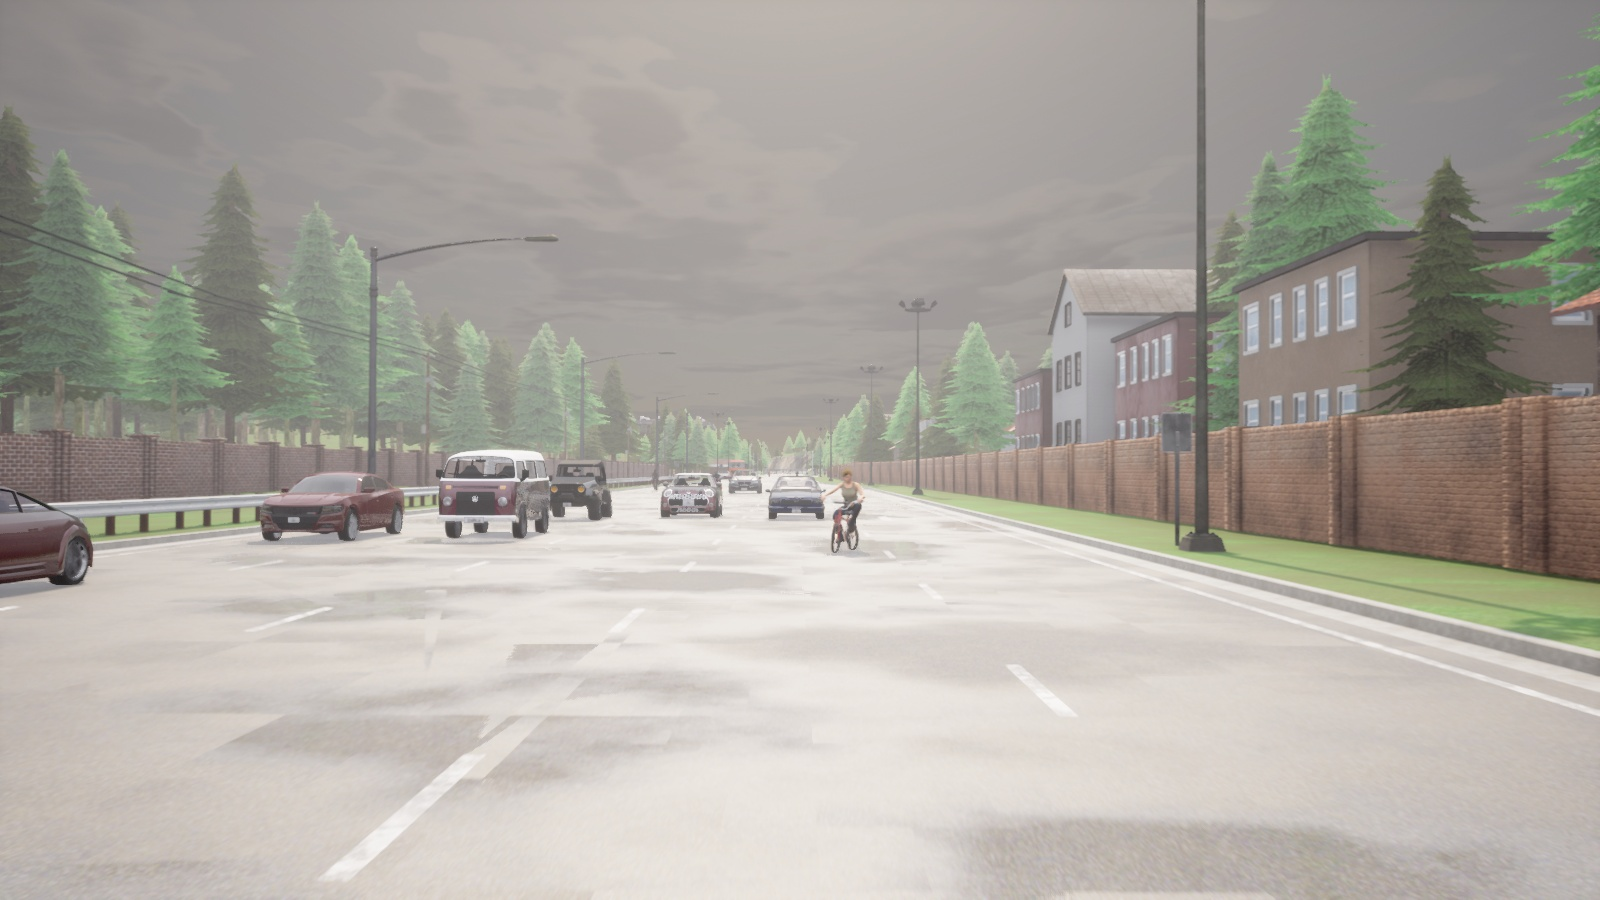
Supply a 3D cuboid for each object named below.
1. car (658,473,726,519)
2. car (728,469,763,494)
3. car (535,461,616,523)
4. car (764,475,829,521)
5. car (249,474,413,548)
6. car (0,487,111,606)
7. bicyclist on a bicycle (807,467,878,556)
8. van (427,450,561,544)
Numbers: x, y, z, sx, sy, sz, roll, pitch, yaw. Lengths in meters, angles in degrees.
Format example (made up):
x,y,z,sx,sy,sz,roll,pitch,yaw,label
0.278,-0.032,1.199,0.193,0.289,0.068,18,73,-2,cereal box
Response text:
x,y,z,sx,sy,sz,roll,pitch,yaw,label
-3.606,1.504,42.400,1.970,1.475,3.806,0,-1,0,car
-3.716,2.120,86.377,2.242,1.667,4.611,0,-1,0,car
-7.101,1.309,40.044,1.905,1.878,3.866,0,-1,0,car
-0.105,1.565,41.963,2.033,1.411,5.357,0,-1,0,car
-10.572,1.315,28.723,1.882,1.535,5.008,0,-1,0,car
-10.538,1.177,15.289,1.994,1.385,4.181,0,-1,0,car
0.828,1.151,24.107,0.866,1.612,1.509,1,0,22,bicyclist on a bicycle
-7.075,1.061,29.521,2.069,2.038,4.480,0,-1,0,van
